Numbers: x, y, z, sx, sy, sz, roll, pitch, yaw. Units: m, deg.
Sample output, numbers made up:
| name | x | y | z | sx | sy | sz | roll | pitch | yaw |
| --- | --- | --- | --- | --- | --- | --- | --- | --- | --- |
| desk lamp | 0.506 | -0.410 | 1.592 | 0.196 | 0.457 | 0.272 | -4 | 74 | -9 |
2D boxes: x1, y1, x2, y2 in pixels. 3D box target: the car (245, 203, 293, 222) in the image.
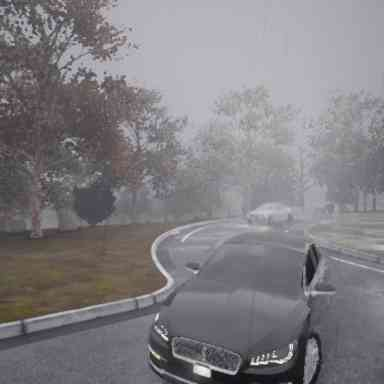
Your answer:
| name | x | y | z | sx | sy | sz | roll | pitch | yaw |
| --- | --- | --- | --- | --- | --- | --- | --- | --- | --- |
| car | 5.804 | 1.556 | 24.563 | 1.812 | 1.442 | 4.674 | -1 | -1 | 43 |

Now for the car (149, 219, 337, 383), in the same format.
| name | x | y | z | sx | sy | sz | roll | pitch | yaw |
| --- | --- | --- | --- | --- | --- | --- | --- | --- | --- |
| car | 1.185 | 1.512 | 5.448 | 1.837 | 1.490 | 4.892 | 3 | 1 | 26 |
